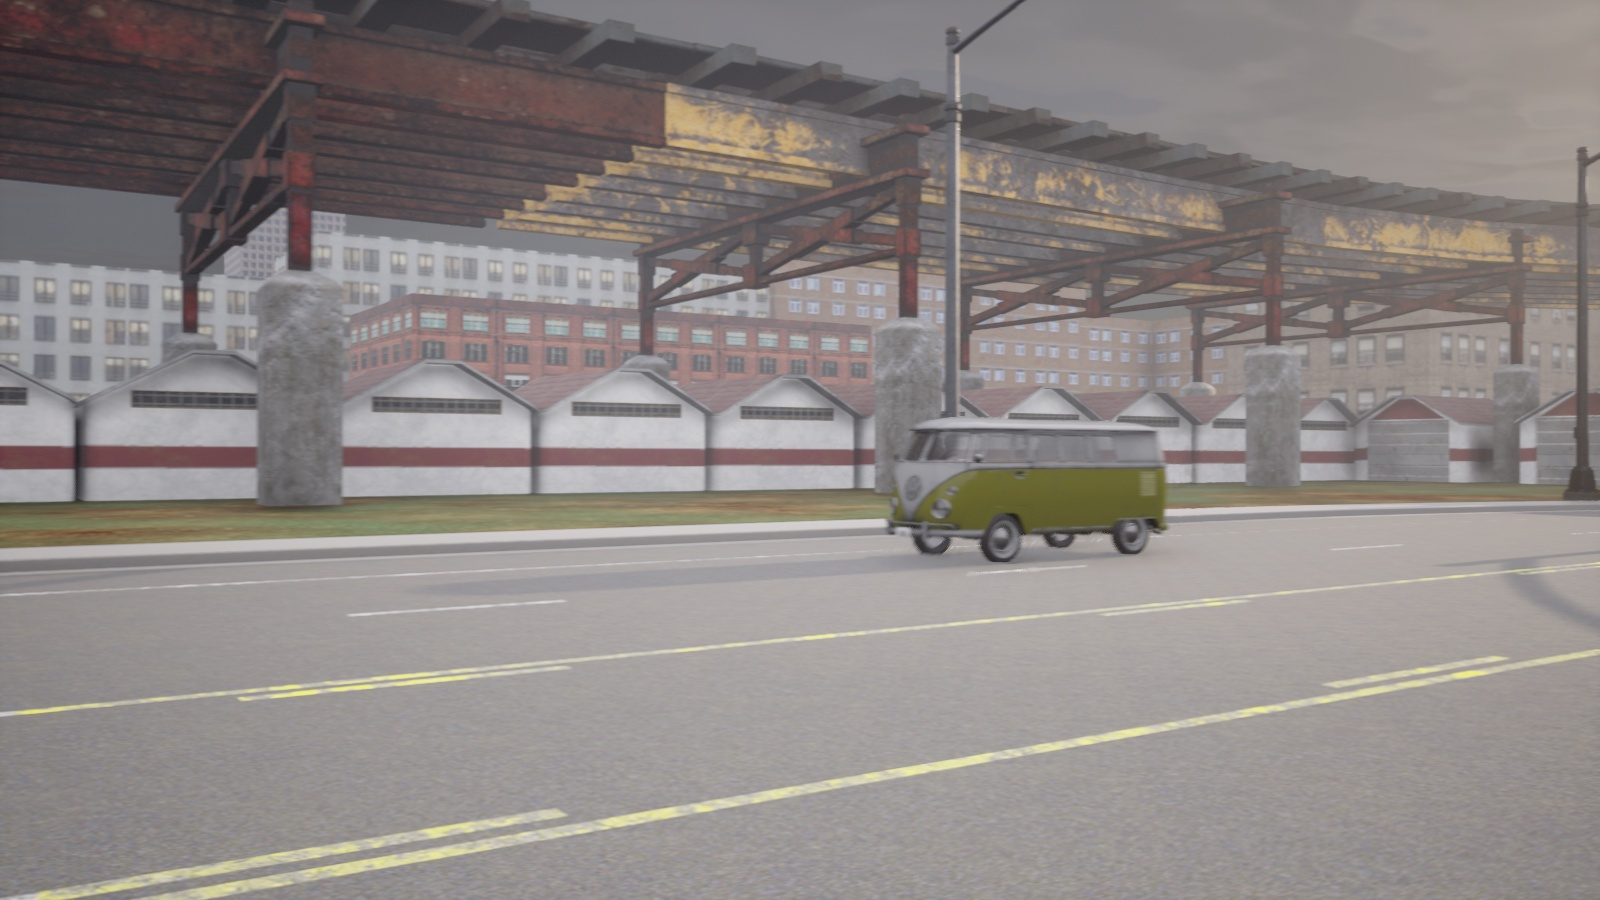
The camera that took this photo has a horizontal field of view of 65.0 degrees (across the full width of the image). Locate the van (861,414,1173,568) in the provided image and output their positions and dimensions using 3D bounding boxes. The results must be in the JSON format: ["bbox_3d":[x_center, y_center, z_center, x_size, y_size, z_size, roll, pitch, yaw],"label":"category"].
[{"bbox_3d":[3.212,0.531,18.221,4.442,1.987,1.775,0,0,-33],"label":"van"}]
